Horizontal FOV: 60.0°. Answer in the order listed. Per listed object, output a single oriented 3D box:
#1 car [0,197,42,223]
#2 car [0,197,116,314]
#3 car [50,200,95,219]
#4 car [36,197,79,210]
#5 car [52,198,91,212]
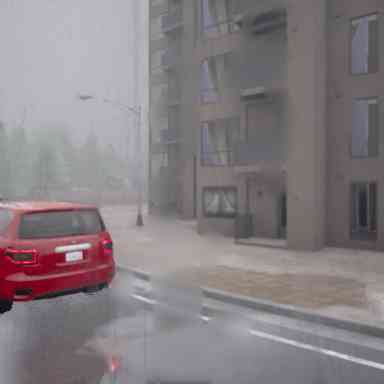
[{"bbox_3d":[-13.891,1.302,26.118,2.097,1.767,4.553,0,0,0],"label":"car"},{"bbox_3d":[-3.946,1.210,7.854,2.150,2.045,5.566,0,1,-44],"label":"car"},{"bbox_3d":[-10.237,1.478,28.978,1.812,1.442,4.674,0,0,7],"label":"car"},{"bbox_3d":[-16.908,1.419,42.098,2.128,1.511,4.902,0,0,28],"label":"car"},{"bbox_3d":[-14.242,1.498,39.651,1.994,1.385,4.181,0,0,26],"label":"car"}]
